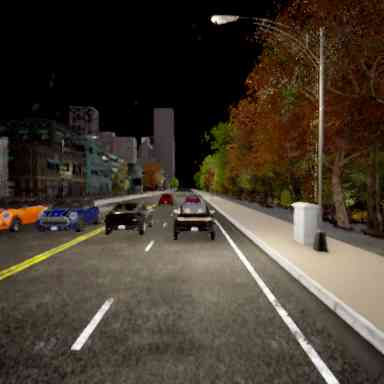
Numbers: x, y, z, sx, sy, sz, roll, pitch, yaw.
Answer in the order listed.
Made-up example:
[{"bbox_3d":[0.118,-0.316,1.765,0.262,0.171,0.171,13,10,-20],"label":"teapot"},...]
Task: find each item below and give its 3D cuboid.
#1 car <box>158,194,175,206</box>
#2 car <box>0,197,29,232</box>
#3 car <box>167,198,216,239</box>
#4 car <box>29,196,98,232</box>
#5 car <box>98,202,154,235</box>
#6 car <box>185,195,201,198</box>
[{"bbox_3d":[-3.163,0.968,42.042,1.812,1.442,4.674,0,1,0],"label":"car"},{"bbox_3d":[-9.797,1.113,18.074,2.097,1.767,4.553,0,1,1],"label":"car"},{"bbox_3d":[0.095,1.280,15.993,2.128,1.511,4.902,0,1,0],"label":"car"},{"bbox_3d":[-6.547,1.112,18.072,2.097,1.767,4.553,0,1,1],"label":"car"},{"bbox_3d":[-3.156,1.277,17.327,1.837,1.490,4.892,0,1,0],"label":"car"},{"bbox_3d":[0.089,1.060,38.014,1.994,1.385,4.181,0,1,0],"label":"car"}]
